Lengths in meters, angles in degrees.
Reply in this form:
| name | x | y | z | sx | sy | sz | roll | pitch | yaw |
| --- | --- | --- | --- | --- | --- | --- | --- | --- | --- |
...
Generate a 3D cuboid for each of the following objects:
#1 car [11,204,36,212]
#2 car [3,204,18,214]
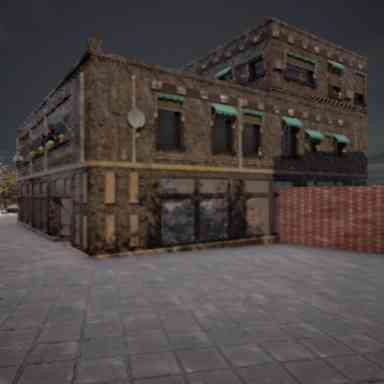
| name | x | y | z | sx | sy | sz | roll | pitch | yaw |
| --- | --- | --- | --- | --- | --- | --- | --- | --- | --- |
| car | -35.521 | 3.342 | 70.038 | 5.366 | 1.575 | 1.946 | 0 | -2 | 26 |
| car | -28.706 | 2.749 | 54.525 | 4.553 | 1.767 | 2.185 | 0 | -3 | 26 |
